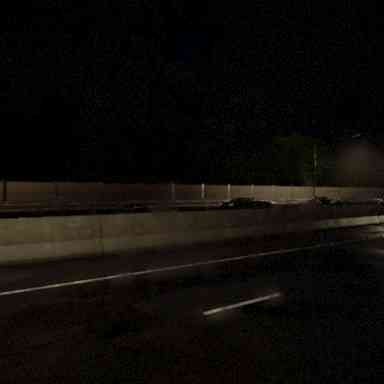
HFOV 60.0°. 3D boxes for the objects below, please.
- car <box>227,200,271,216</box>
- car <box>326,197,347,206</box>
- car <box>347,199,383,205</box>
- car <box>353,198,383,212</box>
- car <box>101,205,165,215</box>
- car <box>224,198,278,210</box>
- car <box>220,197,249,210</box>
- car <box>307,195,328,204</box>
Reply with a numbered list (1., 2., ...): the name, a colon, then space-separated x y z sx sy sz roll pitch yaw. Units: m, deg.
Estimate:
1. car: 5.768 1.593 33.641 4.181 1.385 1.994 0 0 -35
2. car: 20.076 1.626 43.595 4.181 1.385 1.994 0 0 -35
3. car: 18.019 1.612 33.664 4.181 1.385 1.994 0 0 -35
4. car: 22.094 1.571 40.736 4.902 1.511 2.128 0 0 -35
5. car: -3.648 1.512 18.500 4.892 1.490 1.837 0 0 -35
6. car: 5.514 1.530 29.188 4.892 1.490 1.837 0 0 -35
7. car: 5.315 1.383 37.597 4.553 1.767 2.097 0 0 -35
8. car: 17.982 1.198 46.401 4.674 1.442 1.812 0 0 -35
